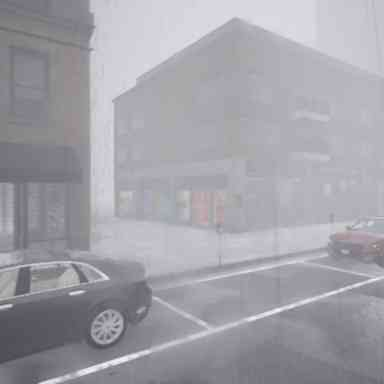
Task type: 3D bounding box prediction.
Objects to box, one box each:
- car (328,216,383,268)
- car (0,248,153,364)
[{"bbox_3d":[6.318,1.495,11.046,4.507,1.381,1.887,0,0,-36],"label":"car"},{"bbox_3d":[-2.674,1.549,4.625,4.403,1.369,2.008,0,0,-36],"label":"car"}]
